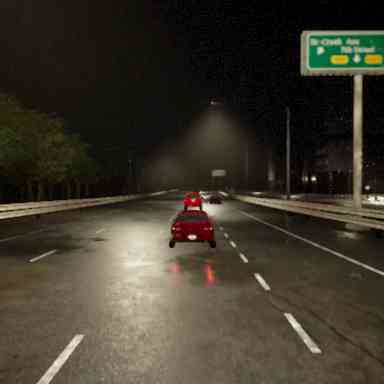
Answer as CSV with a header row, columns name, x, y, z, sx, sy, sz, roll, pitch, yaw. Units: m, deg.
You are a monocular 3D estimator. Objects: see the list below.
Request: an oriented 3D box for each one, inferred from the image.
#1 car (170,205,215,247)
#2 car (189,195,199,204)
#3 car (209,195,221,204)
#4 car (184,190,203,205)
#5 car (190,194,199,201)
name,x,y,z,sx,sy,sz,roll,pitch,yaw
car,0.023,1.522,14.804,1.812,1.442,4.674,0,0,0
car,0.360,1.301,58.807,1.837,1.490,4.892,0,0,1
car,3.934,1.291,56.618,1.882,1.535,5.008,0,1,1
car,0.172,1.140,40.850,2.150,2.045,5.566,0,0,0
car,0.616,1.212,76.838,1.994,1.385,4.181,0,0,1
